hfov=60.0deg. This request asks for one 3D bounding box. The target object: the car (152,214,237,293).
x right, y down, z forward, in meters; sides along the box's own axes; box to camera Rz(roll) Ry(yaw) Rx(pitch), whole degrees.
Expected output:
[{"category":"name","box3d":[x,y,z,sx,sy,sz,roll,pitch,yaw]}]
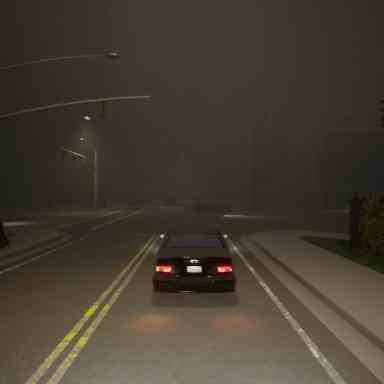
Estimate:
[{"category":"car","box3d":[0.051,1.547,8.984,2.033,1.411,5.357,0,0,0]}]

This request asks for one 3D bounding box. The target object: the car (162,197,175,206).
[{"category":"car","box3d":[-3.727,1.525,53.329,1.812,1.442,4.674,0,0,0]}]

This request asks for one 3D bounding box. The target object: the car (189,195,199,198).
[{"category":"car","box3d":[0.535,1.526,79.015,2.033,1.411,5.357,0,0,12]}]

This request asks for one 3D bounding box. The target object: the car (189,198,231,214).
[{"category":"car","box3d":[1.831,1.570,33.635,4.181,1.385,1.994,0,0,43]}]
